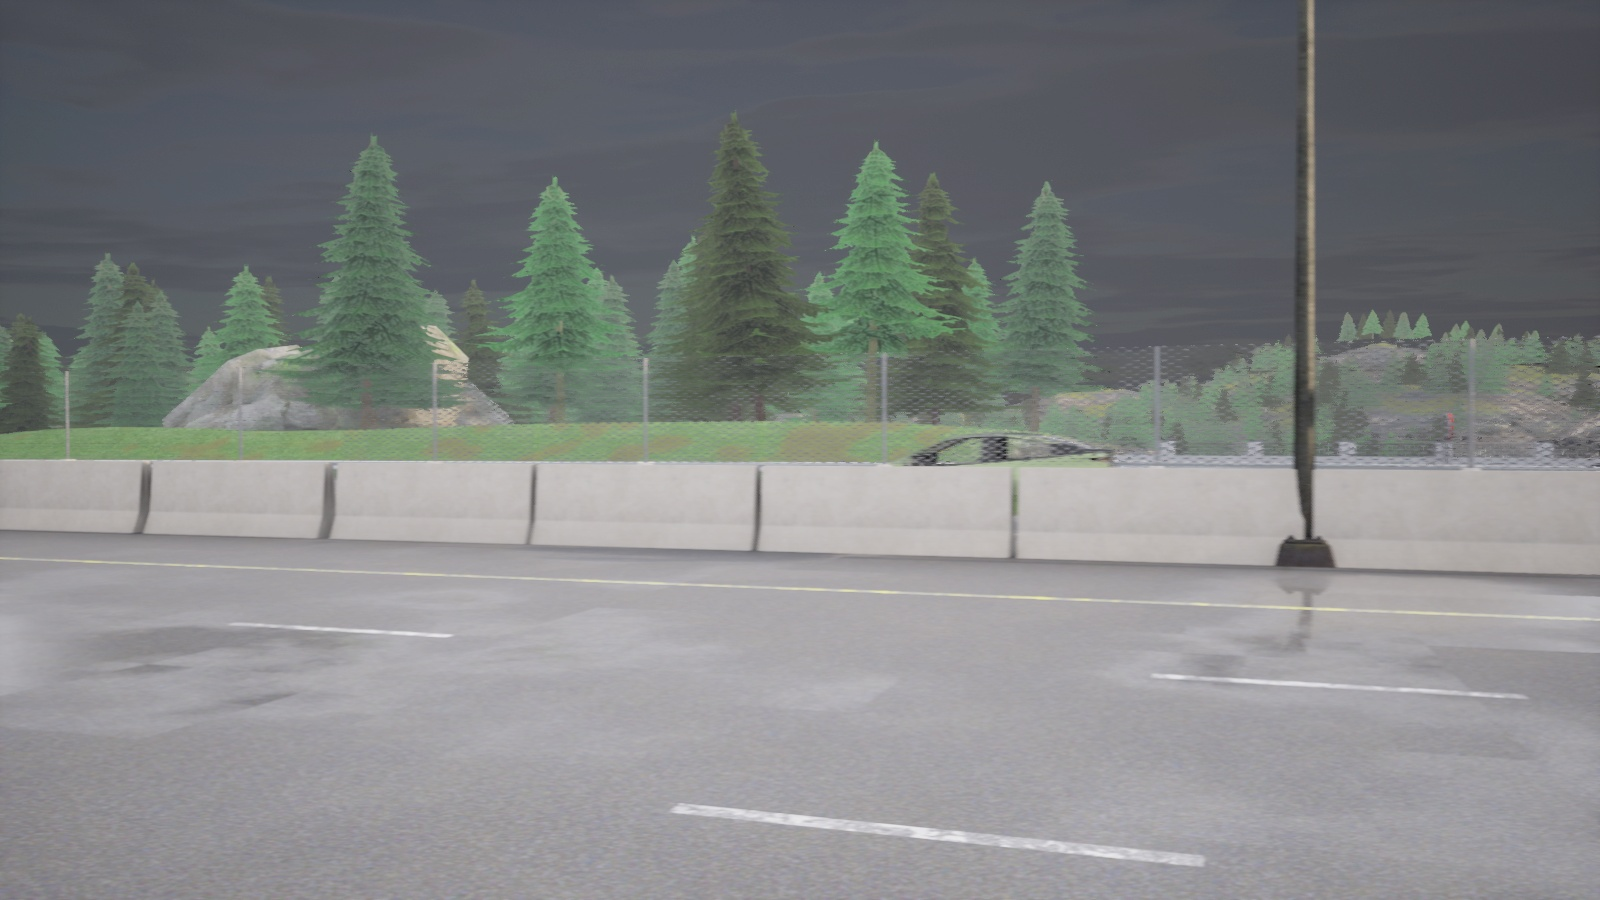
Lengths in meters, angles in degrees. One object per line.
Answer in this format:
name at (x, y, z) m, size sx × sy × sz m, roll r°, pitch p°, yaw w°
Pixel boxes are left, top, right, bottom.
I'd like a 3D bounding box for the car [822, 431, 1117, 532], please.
car at (2.819, 0.453, 20.706) m, size 4.514 × 1.525 × 2.007 m, roll 1°, pitch 1°, yaw 19°
